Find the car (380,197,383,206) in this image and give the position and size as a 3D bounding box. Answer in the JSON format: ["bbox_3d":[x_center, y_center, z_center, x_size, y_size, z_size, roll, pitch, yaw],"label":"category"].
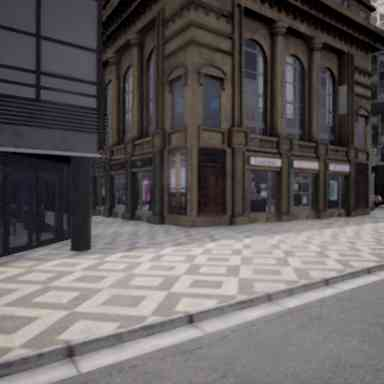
[{"bbox_3d":[29.063,1.598,45.615,1.752,1.417,4.829,0,0,-35],"label":"car"}]

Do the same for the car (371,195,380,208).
[{"bbox_3d":[25.936,1.403,50.058,2.192,1.841,5.009,0,0,-35],"label":"car"}]
